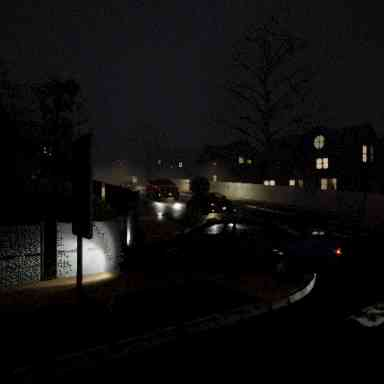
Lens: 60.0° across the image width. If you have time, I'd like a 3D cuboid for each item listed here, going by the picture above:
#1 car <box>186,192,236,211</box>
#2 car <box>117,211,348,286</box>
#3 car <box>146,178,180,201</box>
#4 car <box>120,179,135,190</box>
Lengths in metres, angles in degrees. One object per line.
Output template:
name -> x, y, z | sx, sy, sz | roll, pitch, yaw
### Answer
car -> 1.161, 0.669, 21.436 | 1.994, 1.385, 4.181 | 0, 3, -22
car -> 0.926, 1.356, 8.404 | 5.357, 1.411, 2.033 | -1, 2, 8
car -> -2.903, -0.303, 31.992 | 2.150, 2.045, 5.566 | 0, 3, -21
car -> -9.895, -1.129, 50.247 | 2.128, 1.511, 4.902 | 1, 3, -21
